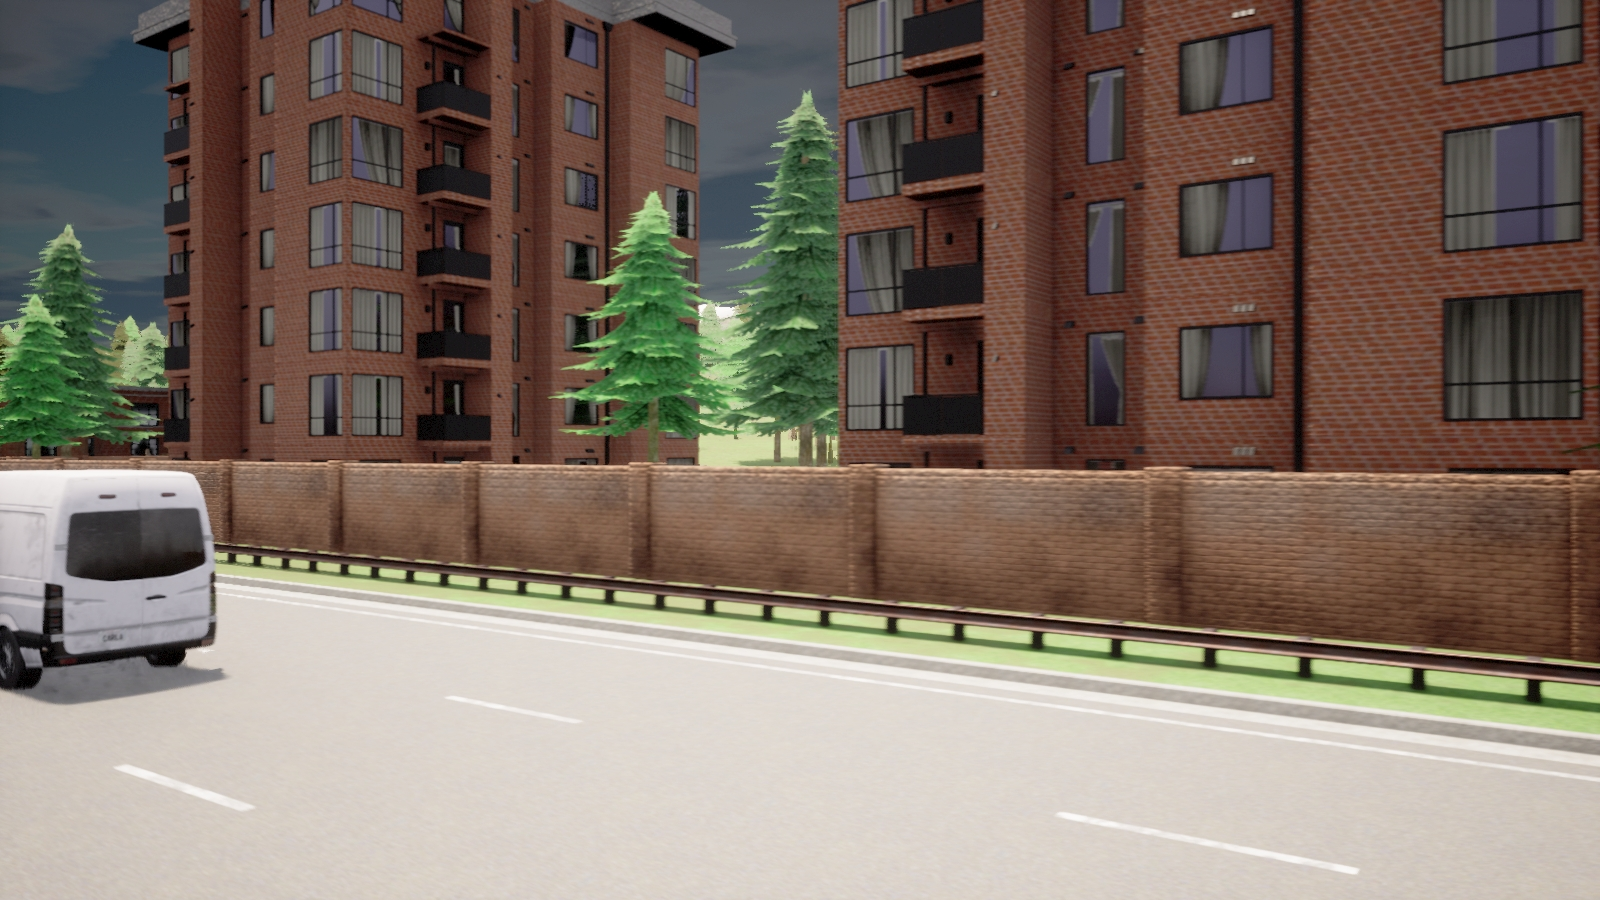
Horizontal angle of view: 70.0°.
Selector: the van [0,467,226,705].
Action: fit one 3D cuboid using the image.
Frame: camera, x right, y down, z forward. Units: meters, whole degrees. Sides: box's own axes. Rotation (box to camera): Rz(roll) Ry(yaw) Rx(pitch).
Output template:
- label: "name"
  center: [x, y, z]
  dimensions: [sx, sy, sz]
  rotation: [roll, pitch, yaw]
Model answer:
- label: "van"
  center: [-10.183, 1.545, 15.182]
  dimensions: [5.915, 2.561, 1.988]
  rotation: [0, 0, 35]
